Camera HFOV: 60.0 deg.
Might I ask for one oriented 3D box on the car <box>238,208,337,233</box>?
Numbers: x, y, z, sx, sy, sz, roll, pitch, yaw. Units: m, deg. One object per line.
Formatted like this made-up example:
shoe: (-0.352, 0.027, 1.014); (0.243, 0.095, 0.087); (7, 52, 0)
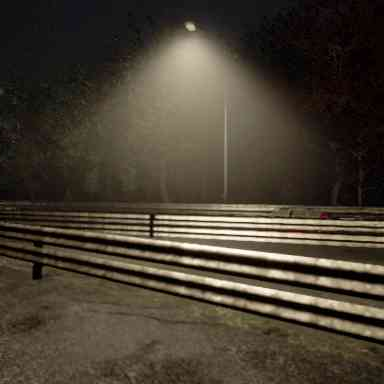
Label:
car: (4.745, 1.543, 16.862); (4.792, 1.488, 2.163); (0, 0, 20)
